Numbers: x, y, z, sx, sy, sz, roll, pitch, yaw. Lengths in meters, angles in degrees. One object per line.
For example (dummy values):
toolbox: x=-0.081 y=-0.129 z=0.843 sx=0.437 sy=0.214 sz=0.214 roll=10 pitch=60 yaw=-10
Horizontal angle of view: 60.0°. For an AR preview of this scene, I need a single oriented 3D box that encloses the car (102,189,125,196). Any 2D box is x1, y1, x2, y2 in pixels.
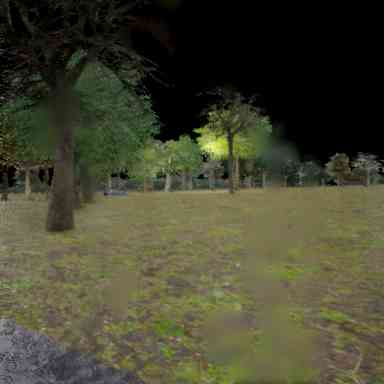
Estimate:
car: x=-17.391 y=0.124 z=74.003 sx=2.033 sy=1.411 sz=5.357 roll=-2 pitch=1 yaw=38
